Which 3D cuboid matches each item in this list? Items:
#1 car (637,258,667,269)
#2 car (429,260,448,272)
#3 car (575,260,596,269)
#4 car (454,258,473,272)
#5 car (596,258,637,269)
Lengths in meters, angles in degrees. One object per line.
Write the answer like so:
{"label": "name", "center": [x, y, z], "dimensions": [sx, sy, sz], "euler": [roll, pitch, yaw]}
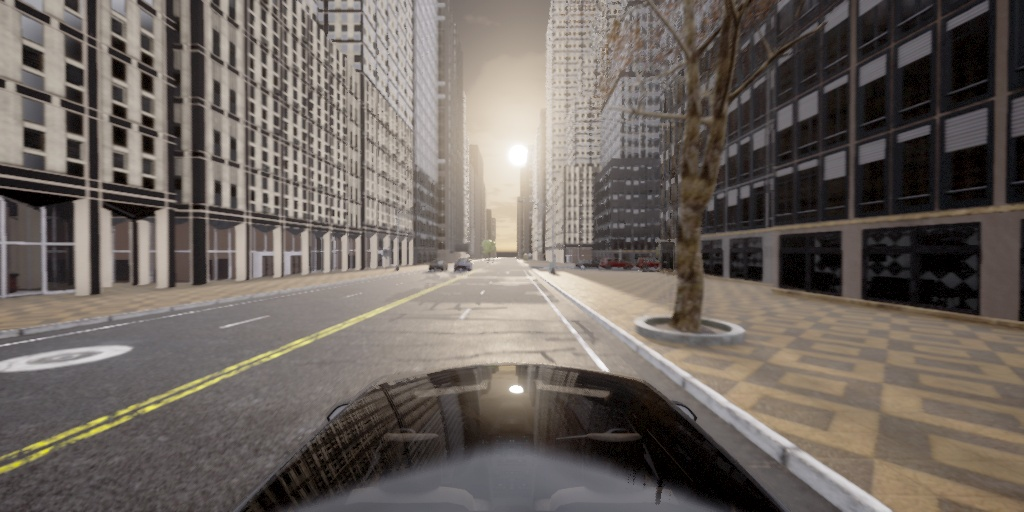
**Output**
{"label": "car", "center": [21.580, 1.201, 54.954], "dimensions": [5.009, 1.841, 2.192], "euler": [0, 0, 3]}
{"label": "car", "center": [-9.723, 1.258, 47.670], "dimensions": [1.882, 1.535, 5.008], "euler": [0, 0, 0]}
{"label": "car", "center": [12.627, 1.345, 58.009], "dimensions": [4.892, 1.490, 1.837], "euler": [0, 1, 3]}
{"label": "car", "center": [-6.470, 1.128, 47.938], "dimensions": [2.097, 1.767, 4.553], "euler": [0, 0, 0]}
{"label": "car", "center": [16.025, 1.192, 55.155], "dimensions": [5.009, 1.841, 2.192], "euler": [0, 0, 3]}
